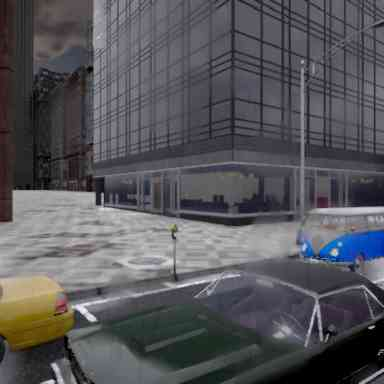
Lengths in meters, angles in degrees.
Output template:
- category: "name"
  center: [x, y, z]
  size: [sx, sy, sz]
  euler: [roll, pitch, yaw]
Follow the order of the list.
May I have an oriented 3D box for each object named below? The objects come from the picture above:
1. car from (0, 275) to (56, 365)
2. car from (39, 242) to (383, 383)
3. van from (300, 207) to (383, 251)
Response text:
- category: "car"
  center: [-3.958, 1.523, 3.825]
  size: [4.829, 1.417, 1.752]
  euler: [0, 0, -36]
- category: "car"
  center: [0.956, 1.609, 3.943]
  size: [4.718, 1.301, 1.895]
  euler: [0, 0, -36]
- category: "van"
  center: [5.025, 1.369, 10.252]
  size: [3.998, 1.788, 1.690]
  euler: [0, 0, -36]
